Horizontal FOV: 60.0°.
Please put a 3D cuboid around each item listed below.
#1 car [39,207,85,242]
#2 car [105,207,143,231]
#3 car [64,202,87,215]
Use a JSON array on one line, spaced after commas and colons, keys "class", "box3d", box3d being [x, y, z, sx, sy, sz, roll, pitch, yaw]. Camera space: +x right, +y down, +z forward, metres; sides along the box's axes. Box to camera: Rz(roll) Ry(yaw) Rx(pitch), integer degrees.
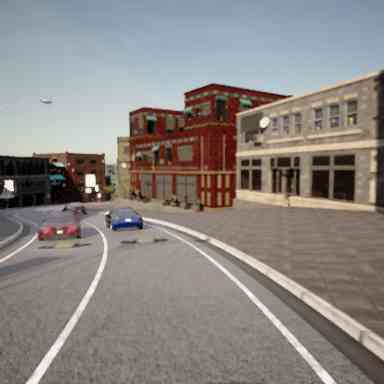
[{"class": "car", "box3d": [-6.978, 1.757, 17.861, 1.994, 1.385, 4.181, -2, 0, -19]}, {"class": "car", "box3d": [-4.533, 1.671, 21.776, 1.994, 1.385, 4.181, -2, 0, -21]}, {"class": "car", "box3d": [-13.416, 1.907, 37.930, 1.812, 1.442, 4.674, -3, 1, -32]}]
